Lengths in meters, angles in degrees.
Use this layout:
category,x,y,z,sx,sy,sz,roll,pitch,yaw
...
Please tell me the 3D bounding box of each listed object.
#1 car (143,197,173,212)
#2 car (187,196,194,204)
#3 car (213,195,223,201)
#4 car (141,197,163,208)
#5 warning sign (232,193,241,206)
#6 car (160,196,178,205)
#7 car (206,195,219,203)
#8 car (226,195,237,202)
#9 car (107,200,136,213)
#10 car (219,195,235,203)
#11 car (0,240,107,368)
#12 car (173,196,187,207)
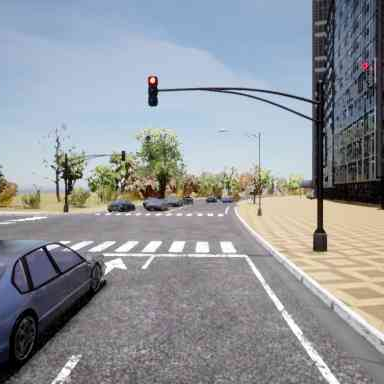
category,x,y,z,sx,sy,sz,roll,pitch,yaw
car,-4.113,1.547,39.779,2.033,1.411,5.357,0,0,7
car,-0.837,1.511,61.839,1.837,1.490,4.892,0,0,10
car,6.336,1.392,80.514,1.812,1.442,4.674,0,0,14
car,-5.955,1.548,50.719,2.033,1.411,5.357,0,0,8
warning sign,6.476,1.122,48.236,1.300,1.860,1.060,0,0,8
car,-4.172,1.552,61.654,2.033,1.411,5.357,0,0,10
car,4.214,1.559,70.807,1.994,1.385,4.181,0,0,12
car,9.646,1.545,80.386,2.128,1.511,4.902,0,0,14
car,-7.886,1.561,37.517,1.994,1.385,4.181,0,0,12
car,7.492,1.561,70.085,2.033,1.411,5.357,0,0,12
car,-3.035,1.547,5.698,2.033,1.411,5.357,0,0,1
car,-2.599,1.550,51.186,2.033,1.411,5.357,0,0,8
